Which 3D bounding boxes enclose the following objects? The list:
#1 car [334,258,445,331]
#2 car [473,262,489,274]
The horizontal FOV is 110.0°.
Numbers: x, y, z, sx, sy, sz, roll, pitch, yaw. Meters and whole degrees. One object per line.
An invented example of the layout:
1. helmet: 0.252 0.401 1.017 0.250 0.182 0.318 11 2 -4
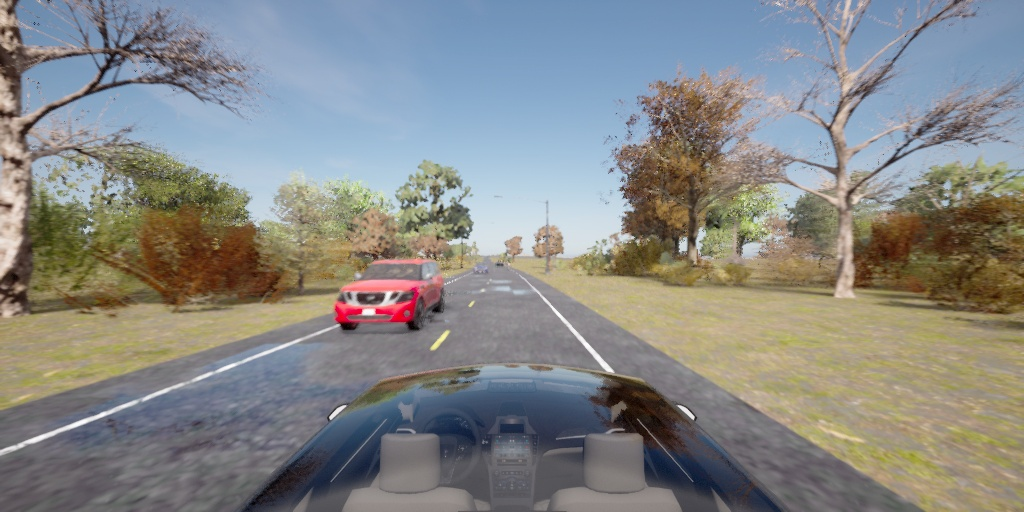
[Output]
1. car: -3.645 1.095 11.834 2.150 2.045 5.566 0 -1 0
2. car: -4.522 1.709 52.455 2.097 1.767 4.553 0 -1 -2
